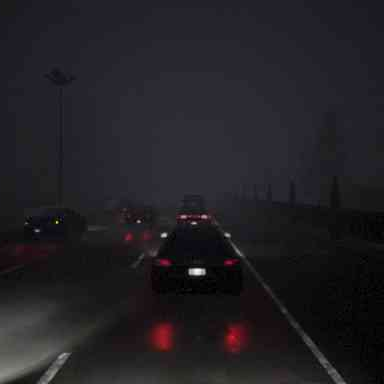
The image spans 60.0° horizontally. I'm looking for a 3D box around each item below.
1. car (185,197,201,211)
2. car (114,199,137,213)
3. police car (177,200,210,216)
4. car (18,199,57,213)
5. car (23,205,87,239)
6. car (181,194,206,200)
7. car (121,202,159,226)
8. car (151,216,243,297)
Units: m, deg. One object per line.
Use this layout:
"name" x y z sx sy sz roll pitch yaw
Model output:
"car" 0.122 1.459 42.283 1.801 1.575 5.366 0 0 0
"car" -6.880 1.509 36.498 1.837 1.490 4.892 0 0 0
"police car" 0.112 1.512 20.164 2.038 1.542 4.974 0 0 0
"car" -17.581 1.551 38.218 2.033 1.411 5.357 0 0 0
"car" -6.891 1.527 17.135 1.812 1.442 4.674 0 0 0
"car" 0.116 1.224 31.051 2.150 2.045 5.566 0 0 0
"car" -3.388 1.603 23.444 1.895 1.301 4.718 0 0 0
"car" 0.104 1.565 8.664 1.994 1.385 4.181 0 0 0
